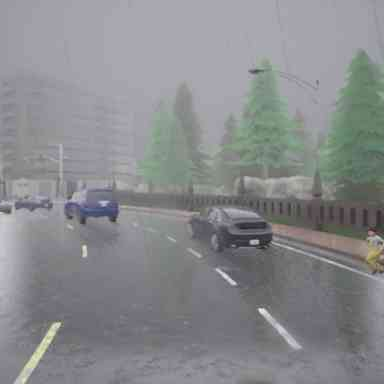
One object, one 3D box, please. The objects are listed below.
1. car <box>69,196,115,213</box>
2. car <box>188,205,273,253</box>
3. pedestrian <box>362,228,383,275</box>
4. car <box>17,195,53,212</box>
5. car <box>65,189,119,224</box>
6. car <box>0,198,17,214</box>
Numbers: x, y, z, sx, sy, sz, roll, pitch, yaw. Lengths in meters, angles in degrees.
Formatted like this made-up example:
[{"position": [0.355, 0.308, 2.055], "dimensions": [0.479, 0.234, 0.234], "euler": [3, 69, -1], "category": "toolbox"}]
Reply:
[{"position": [-8.960, 1.051, 29.599], "dimensions": [1.895, 1.301, 4.718], "euler": [-1, 1, -44], "category": "car"}, {"position": [1.233, 1.263, 12.649], "dimensions": [1.837, 1.490, 4.892], "euler": [0, 1, -17], "category": "car"}, {"position": [4.566, 1.411, 8.278], "dimensions": [0.375, 1.300, 0.375], "euler": [0, 1, -11], "category": "pedestrian"}, {"position": [-14.532, 0.964, 30.551], "dimensions": [4.674, 1.442, 1.812], "euler": [1, 1, 39], "category": "car"}, {"position": [-6.464, 0.822, 21.110], "dimensions": [2.150, 2.045, 5.566], "euler": [-1, 0, -33], "category": "car"}, {"position": [-16.015, 1.114, 26.624], "dimensions": [4.718, 1.301, 1.895], "euler": [1, 1, 44], "category": "car"}]
